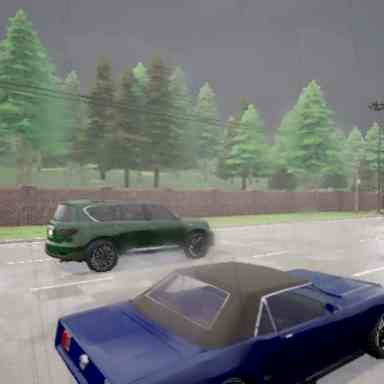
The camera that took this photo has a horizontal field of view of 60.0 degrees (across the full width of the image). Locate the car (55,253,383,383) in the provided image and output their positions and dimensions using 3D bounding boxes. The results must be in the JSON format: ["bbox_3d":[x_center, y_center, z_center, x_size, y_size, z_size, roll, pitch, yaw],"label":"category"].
[{"bbox_3d":[0.883,1.625,4.375,4.718,1.301,1.895,1,0,-35],"label":"car"}]

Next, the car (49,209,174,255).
[{"bbox_3d":[-3.316,1.548,14.275,4.892,1.490,1.837,0,0,-35],"label":"car"}]

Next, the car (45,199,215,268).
[{"bbox_3d":[-1.838,1.260,11.030,5.566,2.045,2.150,0,0,-35],"label":"car"}]
